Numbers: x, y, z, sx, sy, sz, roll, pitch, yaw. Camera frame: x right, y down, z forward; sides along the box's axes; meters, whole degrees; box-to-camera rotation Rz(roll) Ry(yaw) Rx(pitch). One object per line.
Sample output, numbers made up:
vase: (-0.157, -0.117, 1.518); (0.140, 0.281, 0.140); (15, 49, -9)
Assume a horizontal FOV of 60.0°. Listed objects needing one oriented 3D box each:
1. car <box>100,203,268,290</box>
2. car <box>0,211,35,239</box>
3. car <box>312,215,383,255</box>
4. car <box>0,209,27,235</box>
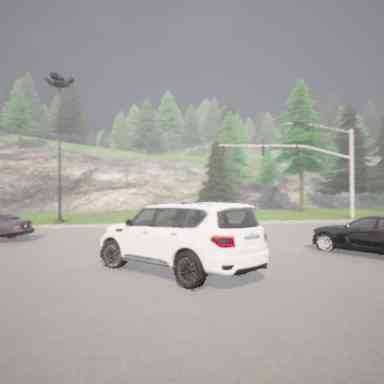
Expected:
car: (-0.494, 1.333, 9.756); (5.566, 2.045, 2.150); (-1, -2, 44)
car: (-11.105, 1.824, 17.285); (5.357, 1.411, 2.033); (0, -1, 2)
car: (6.797, 1.560, 12.085); (1.882, 1.535, 5.008); (1, -1, -35)
car: (-13.019, 1.854, 20.611); (4.674, 1.442, 1.812); (0, -1, -3)
